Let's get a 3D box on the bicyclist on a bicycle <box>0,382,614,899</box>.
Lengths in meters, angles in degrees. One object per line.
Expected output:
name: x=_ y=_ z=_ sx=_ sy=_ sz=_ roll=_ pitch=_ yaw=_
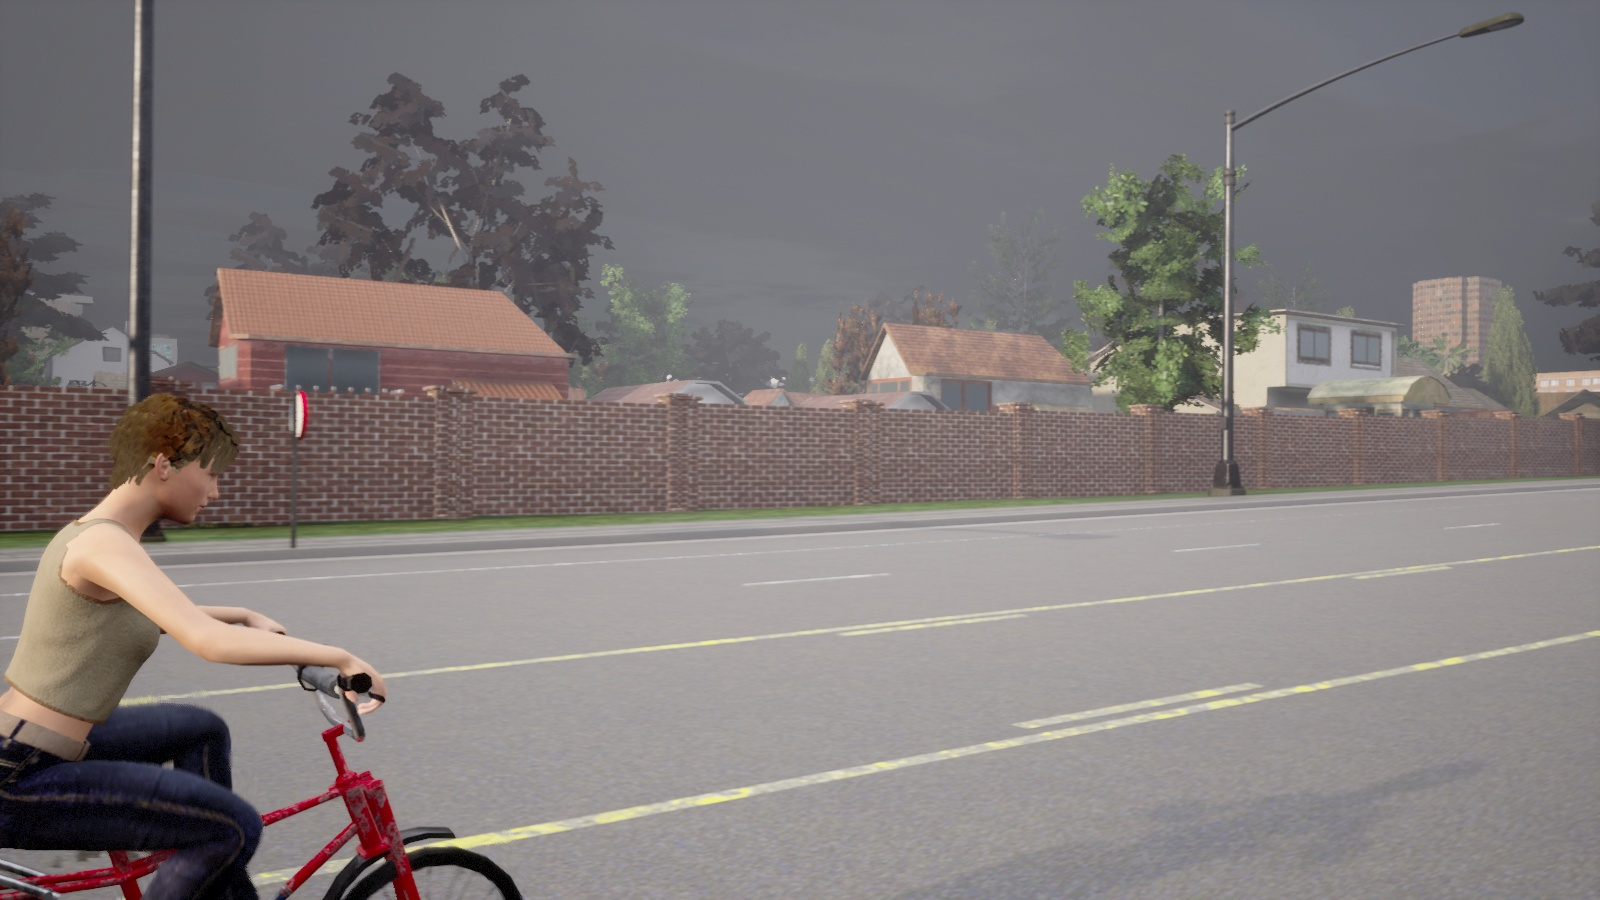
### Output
bicyclist on a bicycle: x=-1.286 y=0.691 z=2.758 sx=1.509 sy=1.612 sz=0.866 roll=0 pitch=0 yaw=-35
